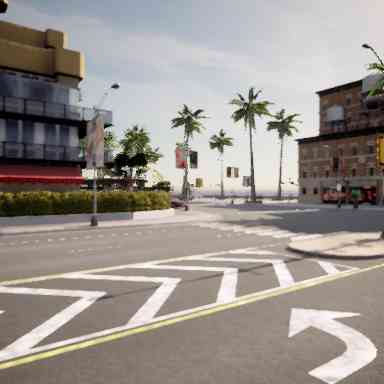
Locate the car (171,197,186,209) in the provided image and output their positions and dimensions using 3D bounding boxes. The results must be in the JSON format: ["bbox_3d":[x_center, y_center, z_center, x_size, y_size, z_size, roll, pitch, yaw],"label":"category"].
[{"bbox_3d":[-2.691,1.455,46.291,1.882,1.535,5.008,0,0,-35],"label":"car"}]
